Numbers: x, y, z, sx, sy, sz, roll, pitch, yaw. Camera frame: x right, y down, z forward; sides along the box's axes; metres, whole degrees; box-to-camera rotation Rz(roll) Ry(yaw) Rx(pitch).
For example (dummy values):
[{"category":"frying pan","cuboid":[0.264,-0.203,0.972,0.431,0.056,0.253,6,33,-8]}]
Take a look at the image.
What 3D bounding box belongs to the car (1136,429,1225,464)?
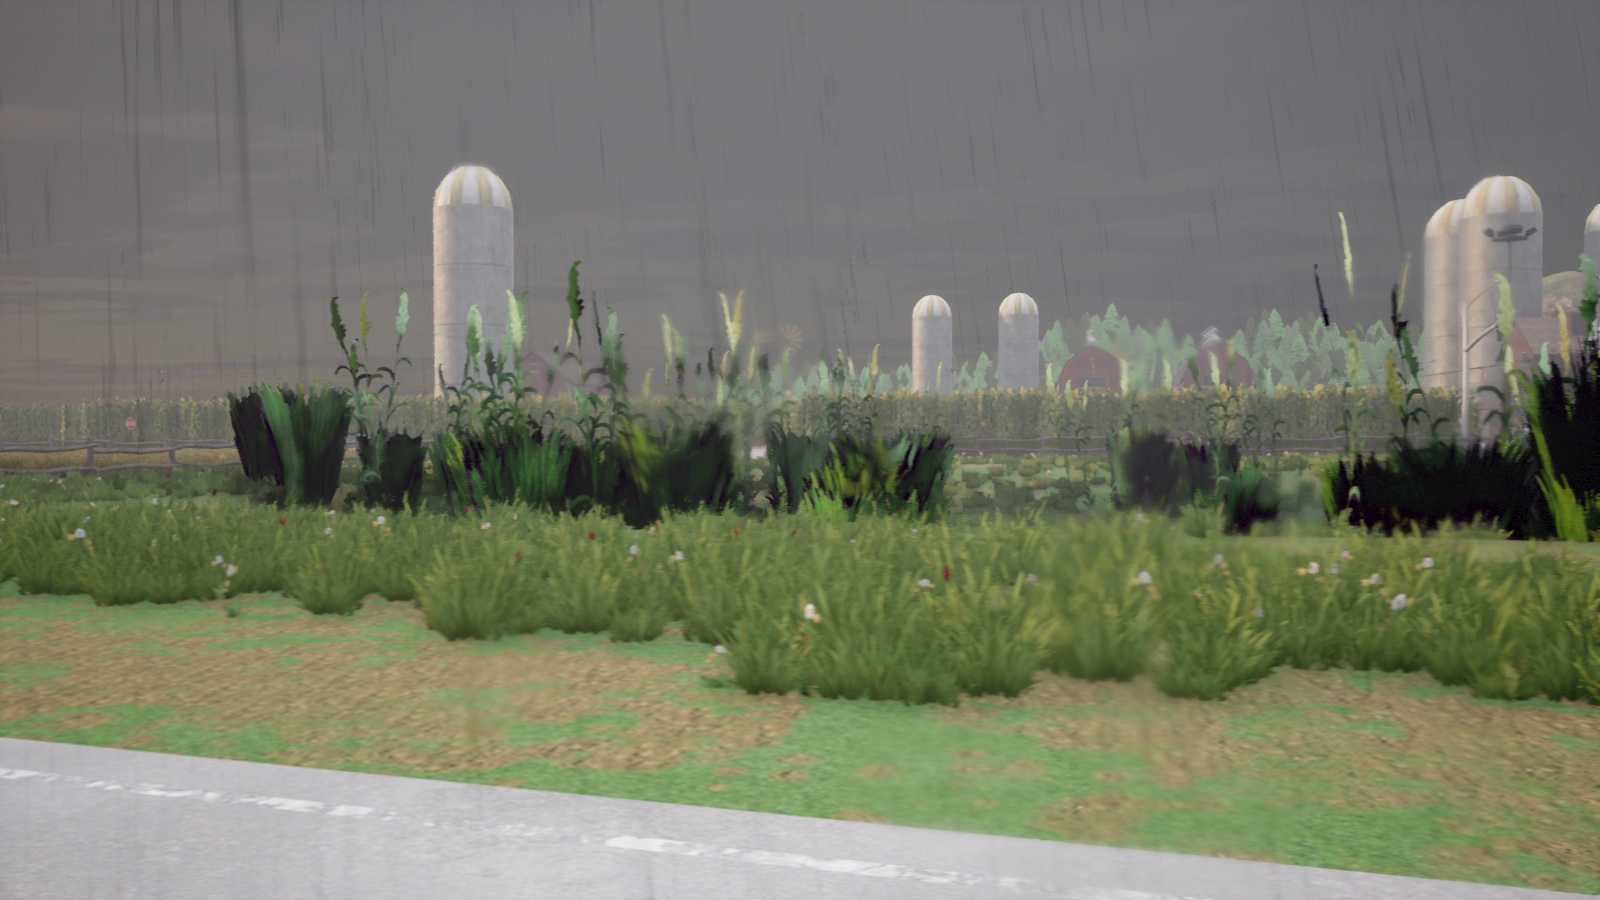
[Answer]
[{"category":"car","cuboid":[18.494,-0.187,61.197,3.988,1.617,1.851,0,1,13]}]
